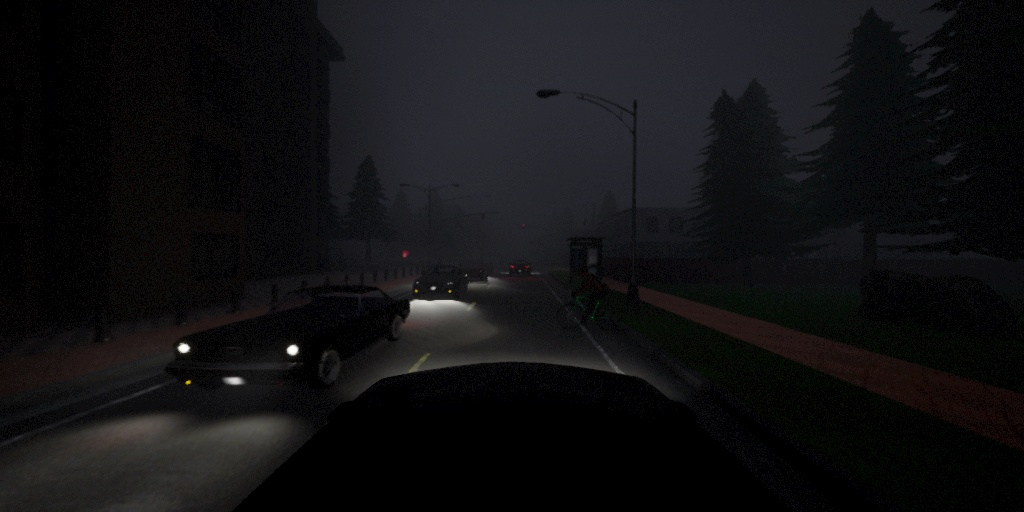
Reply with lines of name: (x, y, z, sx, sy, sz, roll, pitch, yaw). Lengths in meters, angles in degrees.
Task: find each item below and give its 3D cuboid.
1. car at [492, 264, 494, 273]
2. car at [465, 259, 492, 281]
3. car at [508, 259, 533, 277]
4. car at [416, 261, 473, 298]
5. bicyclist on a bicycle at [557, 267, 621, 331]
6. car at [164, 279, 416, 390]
car: (-2.763, 1.039, 33.441, 1.895, 1.301, 4.718, 0, 1, 1)
car: (-2.912, 0.965, 27.272, 1.882, 1.535, 5.008, 0, 1, 1)
car: (0.722, 0.998, 31.550, 1.812, 1.442, 4.674, 0, 1, 2)
car: (-3.257, 1.142, 17.001, 1.994, 1.385, 4.181, 0, 0, 1)
bicyclist on a bicycle: (1.969, 1.097, 9.148, 1.656, 1.620, 0.582, 1, 1, 1)
car: (-3.514, 1.273, 6.805, 1.895, 1.301, 4.718, 0, 1, 1)
